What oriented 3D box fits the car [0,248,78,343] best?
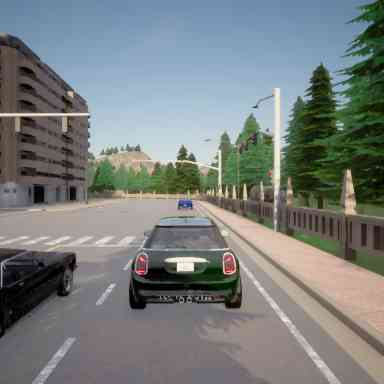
[{"bbox_3d":[-3.548,1.601,5.660,1.895,1.301,4.718,0,0,-1],"label":"car"}]

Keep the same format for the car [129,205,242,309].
[{"bbox_3d":[-0.133,1.352,8.033,2.097,1.767,4.553,0,0,0],"label":"car"}]

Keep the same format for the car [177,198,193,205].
[{"bbox_3d":[-0.887,1.478,43.996,1.882,1.535,5.008,0,0,-1],"label":"car"}]
